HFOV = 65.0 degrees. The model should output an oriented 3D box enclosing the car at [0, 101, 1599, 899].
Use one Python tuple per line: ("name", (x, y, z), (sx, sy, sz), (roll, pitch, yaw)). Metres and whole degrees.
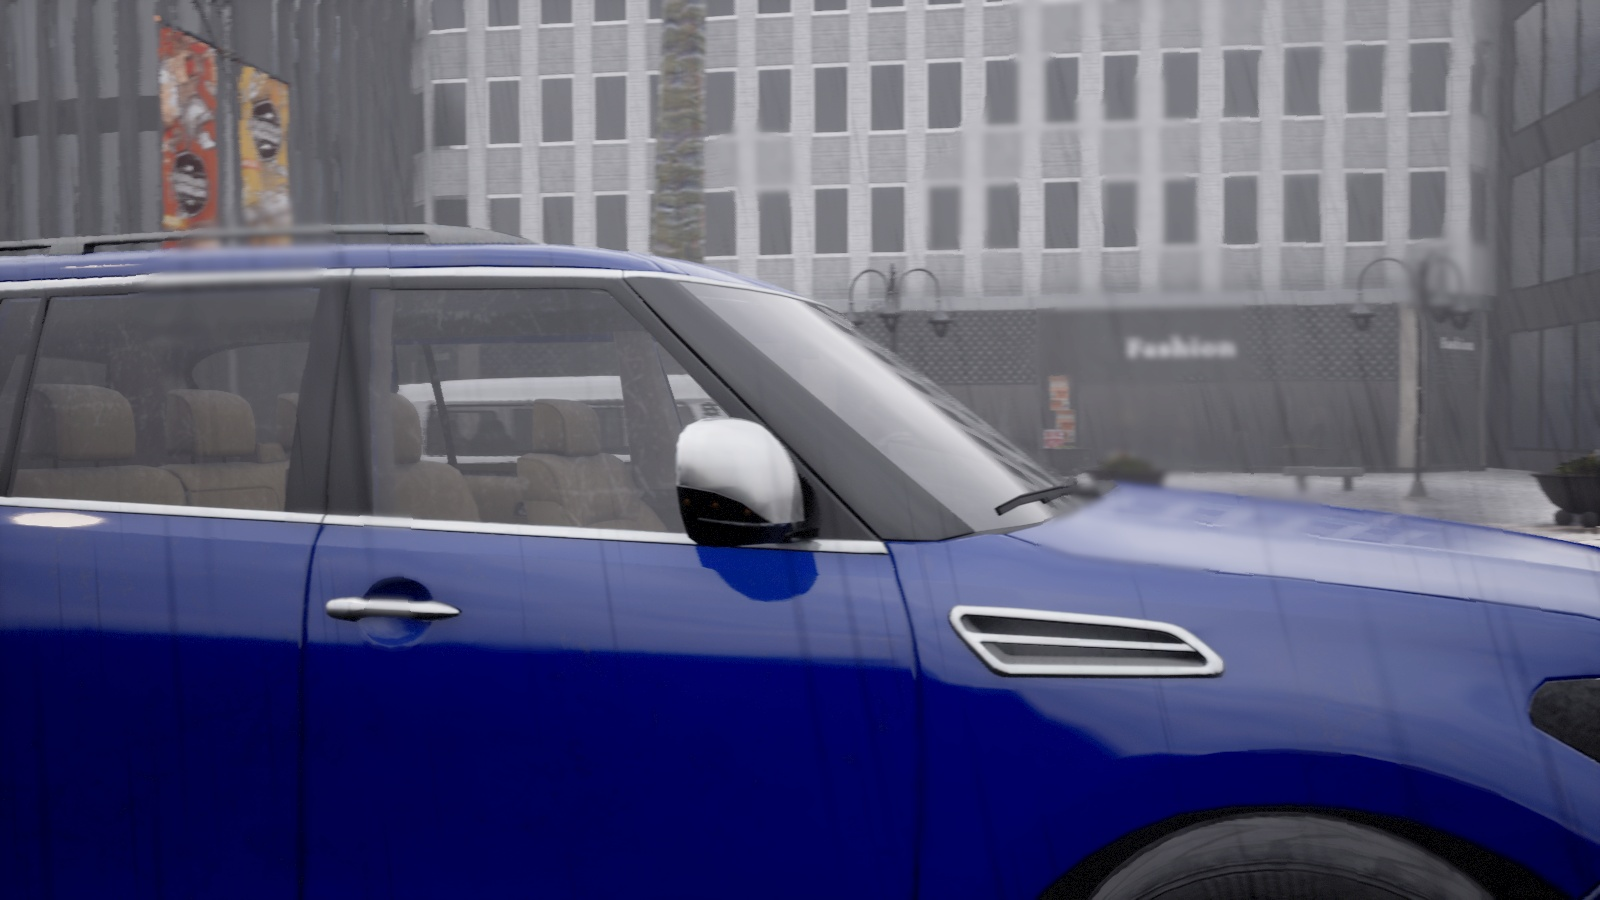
("car", (-0.645, 0.484, 3.442), (5.566, 2.045, 2.150), (0, 1, 15))
